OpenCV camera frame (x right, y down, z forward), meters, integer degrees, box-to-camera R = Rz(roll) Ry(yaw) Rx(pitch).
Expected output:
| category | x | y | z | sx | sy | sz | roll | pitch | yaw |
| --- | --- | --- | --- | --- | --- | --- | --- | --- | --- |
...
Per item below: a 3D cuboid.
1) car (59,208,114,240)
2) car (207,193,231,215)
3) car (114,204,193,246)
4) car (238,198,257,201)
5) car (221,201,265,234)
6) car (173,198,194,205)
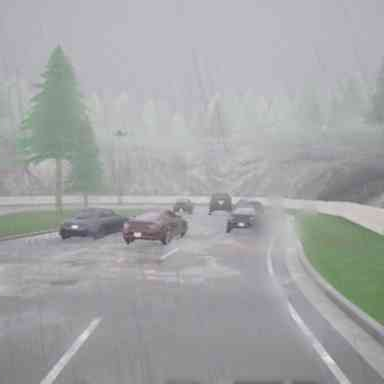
| category | x | y | z | sx | sy | sz | roll | pitch | yaw |
| --- | --- | --- | --- | --- | --- | --- | --- | --- | --- |
| car | -4.701 | 1.512 | 16.694 | 1.994 | 1.385 | 4.181 | 0 | 0 | 14 |
| car | 2.761 | 1.131 | 33.292 | 2.150 | 2.045 | 5.566 | 1 | 0 | 2 |
| car | -1.548 | 1.481 | 15.163 | 1.812 | 1.442 | 4.674 | 0 | 0 | 14 |
| car | 5.877 | 1.383 | 35.795 | 1.882 | 1.535 | 5.008 | 1 | 0 | -8 |
| car | 3.119 | 1.475 | 19.073 | 1.812 | 1.442 | 4.674 | 0 | 0 | 15 |
| car | -0.901 | 1.411 | 33.260 | 1.837 | 1.490 | 4.892 | 1 | 0 | 2 |
